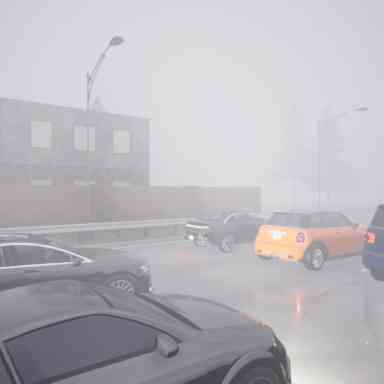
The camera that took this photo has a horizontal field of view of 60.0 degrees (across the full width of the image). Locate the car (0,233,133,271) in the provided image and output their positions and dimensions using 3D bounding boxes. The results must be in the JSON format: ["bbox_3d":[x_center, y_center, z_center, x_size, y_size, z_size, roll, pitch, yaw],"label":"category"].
[{"bbox_3d":[-3.040,1.491,5.878,4.902,1.511,2.128,0,0,-36],"label":"car"}]

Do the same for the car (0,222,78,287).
[{"bbox_3d":[-5.555,1.601,8.381,4.718,1.301,1.895,0,0,-36],"label":"car"}]

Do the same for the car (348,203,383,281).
[{"bbox_3d":[6.610,1.220,8.522,5.566,2.045,2.150,0,0,-35],"label":"car"}]

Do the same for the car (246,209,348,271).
[{"bbox_3d":[4.279,1.350,11.161,4.553,1.767,2.097,0,0,-35],"label":"car"}]

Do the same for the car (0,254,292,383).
[{"bbox_3d":[-1.019,1.564,3.021,4.181,1.385,1.994,0,0,-35],"label":"car"}]

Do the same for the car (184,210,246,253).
[{"bbox_3d":[1.957,1.490,13.806,4.902,1.511,2.128,0,0,-35],"label":"car"}]
